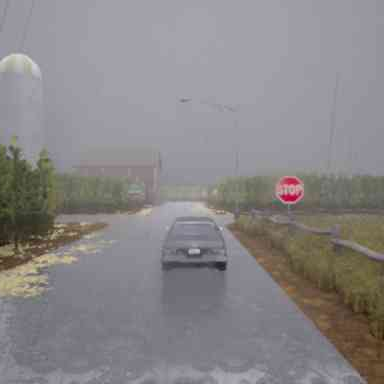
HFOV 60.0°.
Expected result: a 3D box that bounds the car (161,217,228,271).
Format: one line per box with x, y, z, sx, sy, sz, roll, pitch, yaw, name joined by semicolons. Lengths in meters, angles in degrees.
0.070;1.499;10.695;2.033;1.411;5.357;0;0;0;car
